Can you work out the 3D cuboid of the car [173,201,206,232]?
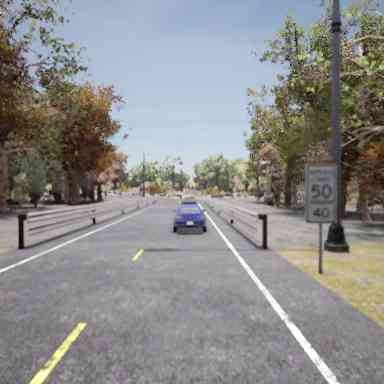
[{"bbox_3d":[-0.127,1.480,19.850,1.812,1.442,4.674,0,0,-1],"label":"car"}]

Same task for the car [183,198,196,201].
[{"bbox_3d":[-0.288,1.416,37.814,1.837,1.490,4.892,0,0,-1],"label":"car"}]
